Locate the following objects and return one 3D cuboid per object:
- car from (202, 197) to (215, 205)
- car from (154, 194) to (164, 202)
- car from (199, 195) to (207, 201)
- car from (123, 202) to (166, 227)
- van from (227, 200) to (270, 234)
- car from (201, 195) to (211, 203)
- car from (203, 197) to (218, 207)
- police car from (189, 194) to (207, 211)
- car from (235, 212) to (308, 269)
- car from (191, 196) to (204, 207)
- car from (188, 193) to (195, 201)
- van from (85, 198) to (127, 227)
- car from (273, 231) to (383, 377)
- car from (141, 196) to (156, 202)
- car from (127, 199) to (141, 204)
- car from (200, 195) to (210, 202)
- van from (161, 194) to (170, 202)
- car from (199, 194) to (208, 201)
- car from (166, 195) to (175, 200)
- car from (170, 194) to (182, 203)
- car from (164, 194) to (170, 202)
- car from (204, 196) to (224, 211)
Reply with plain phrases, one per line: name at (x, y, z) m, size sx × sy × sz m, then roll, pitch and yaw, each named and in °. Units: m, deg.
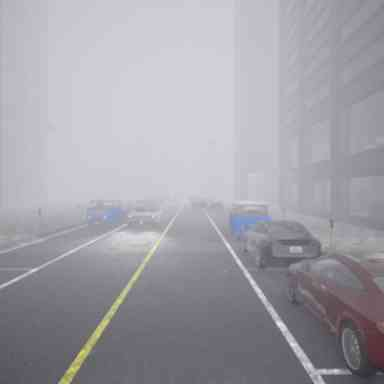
car at (2.756, 1.506, 56.026) m, size 1.947 × 1.339 × 4.313 m, roll 0°, pitch 0°, yaw 0°
car at (-5.770, 1.388, 50.382) m, size 1.967 × 1.590 × 4.097 m, roll 0°, pitch 0°, yaw 0°
car at (2.754, 1.441, 84.230) m, size 2.008 × 1.369 × 4.403 m, roll 0°, pitch 0°, yaw 0°
car at (-3.102, 1.579, 22.627) m, size 1.895 × 1.301 × 4.718 m, roll 0°, pitch 0°, yaw 0°
van at (2.758, 1.325, 16.541) m, size 1.690 × 1.788 × 3.998 m, roll 0°, pitch 0°, yaw 0°
car at (2.755, 1.447, 67.477) m, size 1.752 × 1.417 × 4.829 m, roll 0°, pitch 0°, yaw 0°
car at (2.756, 1.499, 50.385) m, size 2.008 × 1.369 × 4.403 m, roll 0°, pitch 0°, yaw 0°
police car at (0.884, 1.386, 40.949) m, size 1.930 × 1.638 × 5.238 m, roll 0°, pitch 0°, yaw 0°
car at (2.759, 1.556, 10.901) m, size 1.947 × 1.339 × 4.313 m, roll 0°, pitch 0°, yaw 0°
car at (0.832, 1.453, 50.839) m, size 1.837 × 1.490 × 4.892 m, roll 0°, pitch 0°, yaw 0°
car at (0.744, 1.291, 56.810) m, size 2.097 × 1.767 × 4.553 m, roll 0°, pitch 0°, yaw 0°
van at (-5.768, 1.320, 22.178) m, size 1.690 × 1.788 × 3.998 m, roll 0°, pitch 0°, yaw 0°
car at (2.760, 1.577, 5.260) m, size 1.802 × 1.307 × 4.206 m, roll 0°, pitch 0°, yaw 0°
car at (-5.769, 1.527, 39.101) m, size 1.947 × 1.339 × 4.313 m, roll 0°, pitch 0°, yaw 0°
car at (-5.768, 1.518, 27.819) m, size 1.887 × 1.381 × 4.507 m, roll 0°, pitch 0°, yaw 0°
car at (2.755, 1.463, 72.948) m, size 2.008 × 1.369 × 4.403 m, roll 0°, pitch 0°, yaw 0°
van at (-5.771, 1.253, 72.946) m, size 1.690 × 1.788 × 3.998 m, roll 0°, pitch 0°, yaw 0°
car at (2.754, 1.341, 78.589) m, size 1.967 × 1.590 × 4.097 m, roll 0°, pitch 0°, yaw 0°
car at (-5.772, 1.430, 89.869) m, size 2.008 × 1.369 × 4.403 m, roll 0°, pitch 0°, yaw 0°
car at (-3.026, 1.278, 64.963) m, size 2.097 × 1.767 × 4.553 m, roll 0°, pitch 0°, yaw 1°
car at (-5.770, 1.497, 61.665) m, size 1.947 × 1.339 × 4.313 m, roll 0°, pitch 0°, yaw 0°
car at (2.757, 1.506, 39.104) m, size 1.887 × 1.381 × 4.507 m, roll 0°, pitch 0°, yaw 0°
